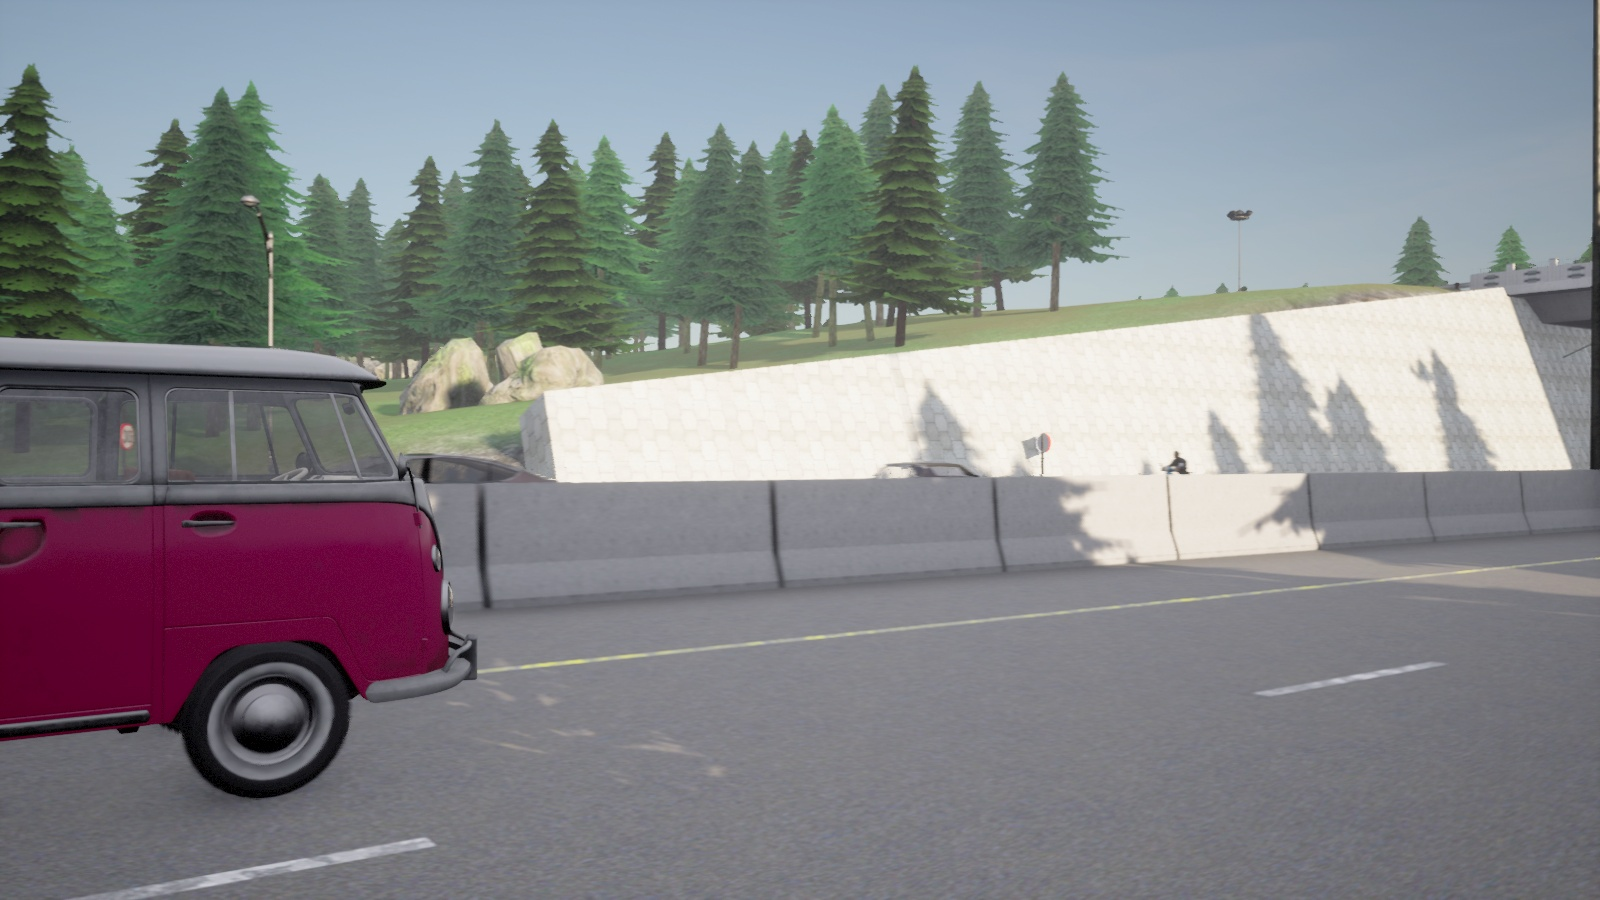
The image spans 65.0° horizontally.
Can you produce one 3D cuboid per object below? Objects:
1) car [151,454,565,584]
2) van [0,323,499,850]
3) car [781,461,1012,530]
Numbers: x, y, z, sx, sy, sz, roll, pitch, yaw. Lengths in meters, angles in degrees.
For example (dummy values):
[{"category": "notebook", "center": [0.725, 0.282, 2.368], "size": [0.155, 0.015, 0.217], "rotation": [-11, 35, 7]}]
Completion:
[{"category": "car", "center": [-5.794, 0.798, 16.683], "size": [4.792, 1.488, 2.163], "rotation": [0, 0, -35]}, {"category": "van", "center": [-3.737, 0.518, 5.323], "size": [4.442, 1.987, 1.775], "rotation": [0, 0, -35]}, {"category": "car", "center": [2.081, 0.906, 26.429], "size": [4.718, 1.301, 1.895], "rotation": [0, 0, -35]}]
